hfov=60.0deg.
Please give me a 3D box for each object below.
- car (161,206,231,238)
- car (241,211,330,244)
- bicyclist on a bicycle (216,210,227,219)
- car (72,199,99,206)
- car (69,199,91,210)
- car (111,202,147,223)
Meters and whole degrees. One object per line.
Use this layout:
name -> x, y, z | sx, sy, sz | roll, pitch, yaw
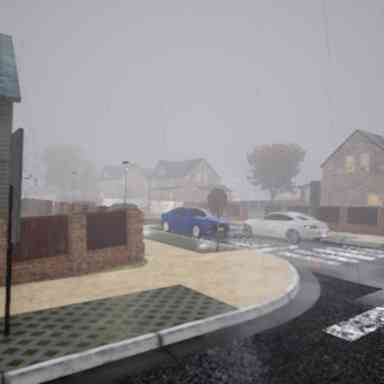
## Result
car -> 0.087, 1.561, 18.376 | 1.882, 1.535, 5.008 | 2, -1, -34
car -> 4.531, 1.691, 16.637 | 1.812, 1.442, 4.674 | 2, -1, -36
bicyclist on a bicycle -> 2.121, 1.591, 25.904 | 1.656, 1.620, 0.582 | 2, -1, -34
car -> -10.938, 1.656, 34.984 | 1.812, 1.442, 4.674 | 2, -1, -33
car -> -16.261, 1.774, 48.300 | 1.812, 1.442, 4.674 | 2, -1, -34
car -> -5.234, 1.612, 26.385 | 1.837, 1.490, 4.892 | 2, -1, -33
